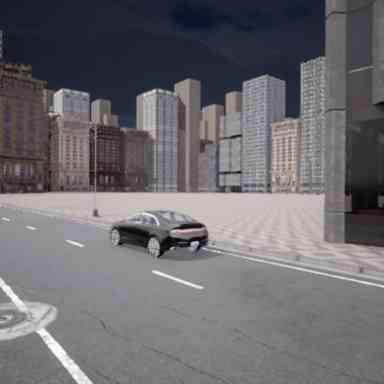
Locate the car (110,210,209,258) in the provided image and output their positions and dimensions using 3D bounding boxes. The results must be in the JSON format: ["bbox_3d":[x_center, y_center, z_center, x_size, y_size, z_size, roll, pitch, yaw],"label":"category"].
[{"bbox_3d":[-1.434,1.446,12.651,2.128,1.511,4.902,0,0,-39],"label":"car"}]
